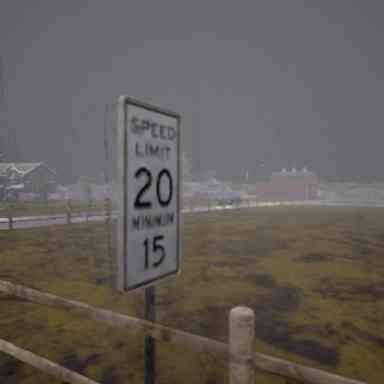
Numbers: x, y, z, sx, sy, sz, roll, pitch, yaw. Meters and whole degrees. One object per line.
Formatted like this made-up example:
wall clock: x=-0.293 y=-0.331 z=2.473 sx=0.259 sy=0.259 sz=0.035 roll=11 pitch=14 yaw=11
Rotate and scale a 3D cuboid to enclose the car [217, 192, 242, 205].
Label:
car: x=6.139 y=1.050 z=53.669 sx=2.150 sy=2.045 sz=5.566 roll=1 pitch=0 yaw=32
